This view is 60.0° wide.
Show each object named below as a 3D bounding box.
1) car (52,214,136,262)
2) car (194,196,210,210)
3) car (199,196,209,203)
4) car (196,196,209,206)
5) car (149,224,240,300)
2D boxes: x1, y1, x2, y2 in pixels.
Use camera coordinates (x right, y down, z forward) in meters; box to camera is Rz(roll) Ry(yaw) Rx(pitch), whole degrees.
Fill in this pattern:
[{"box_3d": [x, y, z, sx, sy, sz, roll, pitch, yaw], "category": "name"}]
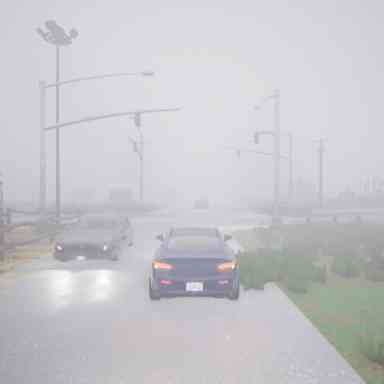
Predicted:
[{"box_3d": [-3.289, 1.541, 12.363, 2.033, 1.411, 5.357, 0, 0, -1], "category": "car"}, {"box_3d": [1.272, 1.491, 42.890, 2.033, 1.411, 5.357, 0, 0, 3], "category": "car"}, {"box_3d": [2.620, 1.471, 69.547, 2.033, 1.411, 5.357, 0, 0, 3], "category": "car"}, {"box_3d": [1.844, 1.485, 54.919, 2.033, 1.411, 5.357, 0, 0, 3], "category": "car"}, {"box_3d": [0.049, 1.522, 8.229, 1.812, 1.442, 4.674, 0, 0, 0], "category": "car"}]
